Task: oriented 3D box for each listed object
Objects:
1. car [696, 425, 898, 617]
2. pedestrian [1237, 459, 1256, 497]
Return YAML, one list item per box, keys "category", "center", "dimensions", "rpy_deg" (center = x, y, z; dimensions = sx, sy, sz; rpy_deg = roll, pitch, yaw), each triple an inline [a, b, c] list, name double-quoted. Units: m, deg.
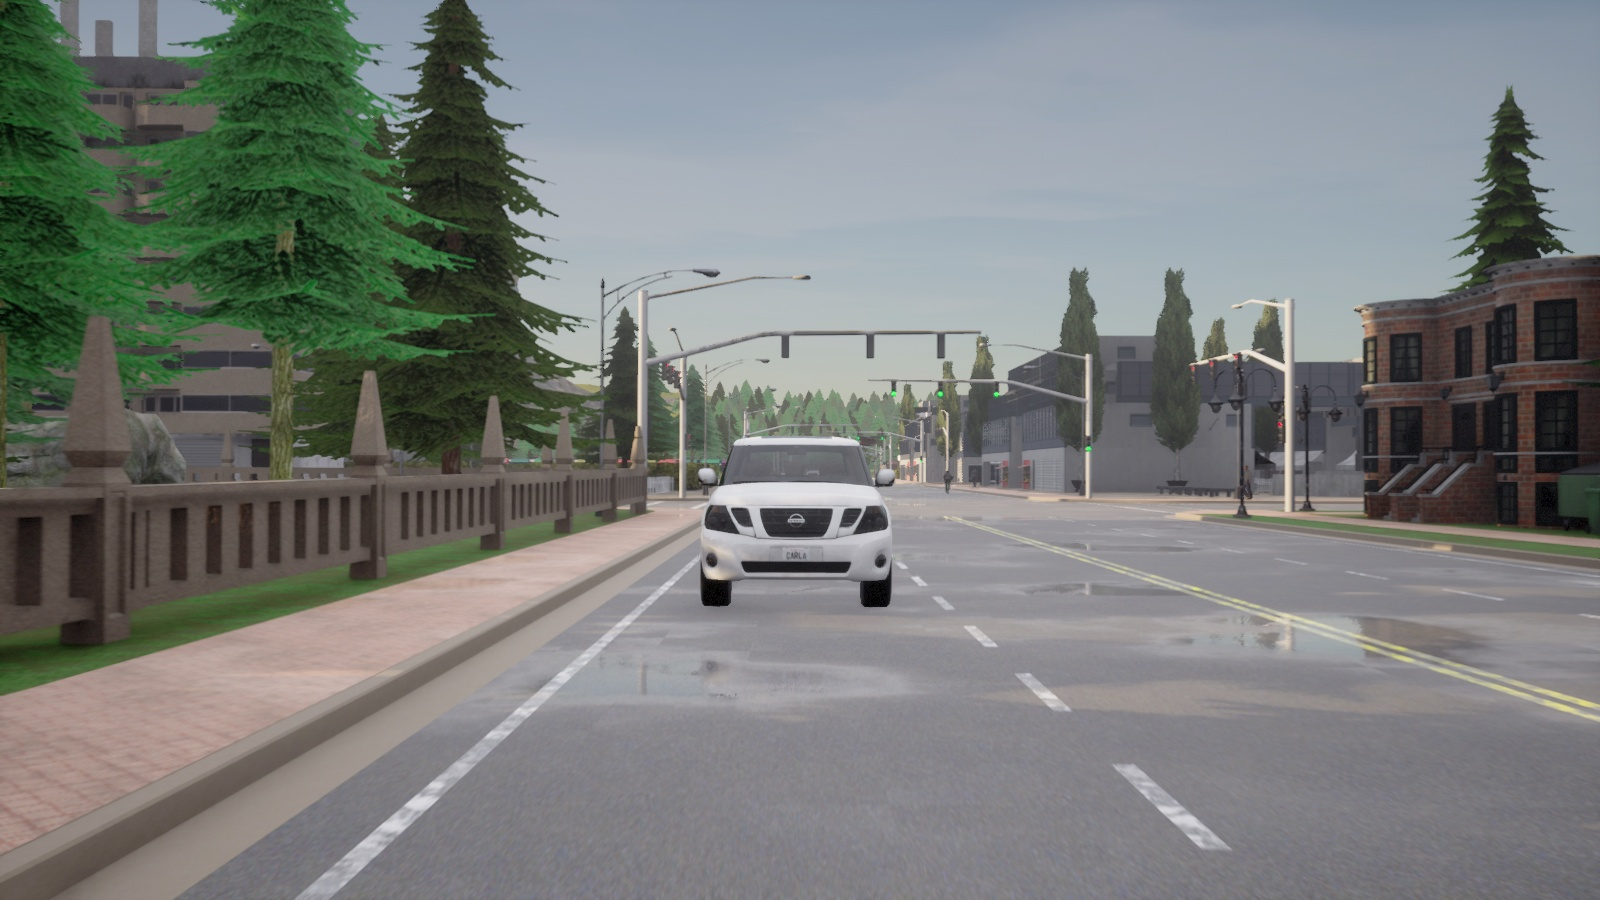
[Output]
- category: "car"
  center: [-0.041, 0.806, 16.247]
  dimensions: [2.150, 2.045, 5.566]
  rpy_deg: [0, -1, 0]
- category: "pedestrian"
  center: [23.126, 1.470, 65.067]
  dimensions: [0.788, 1.949, 0.423]
  rpy_deg: [0, -1, -7]
